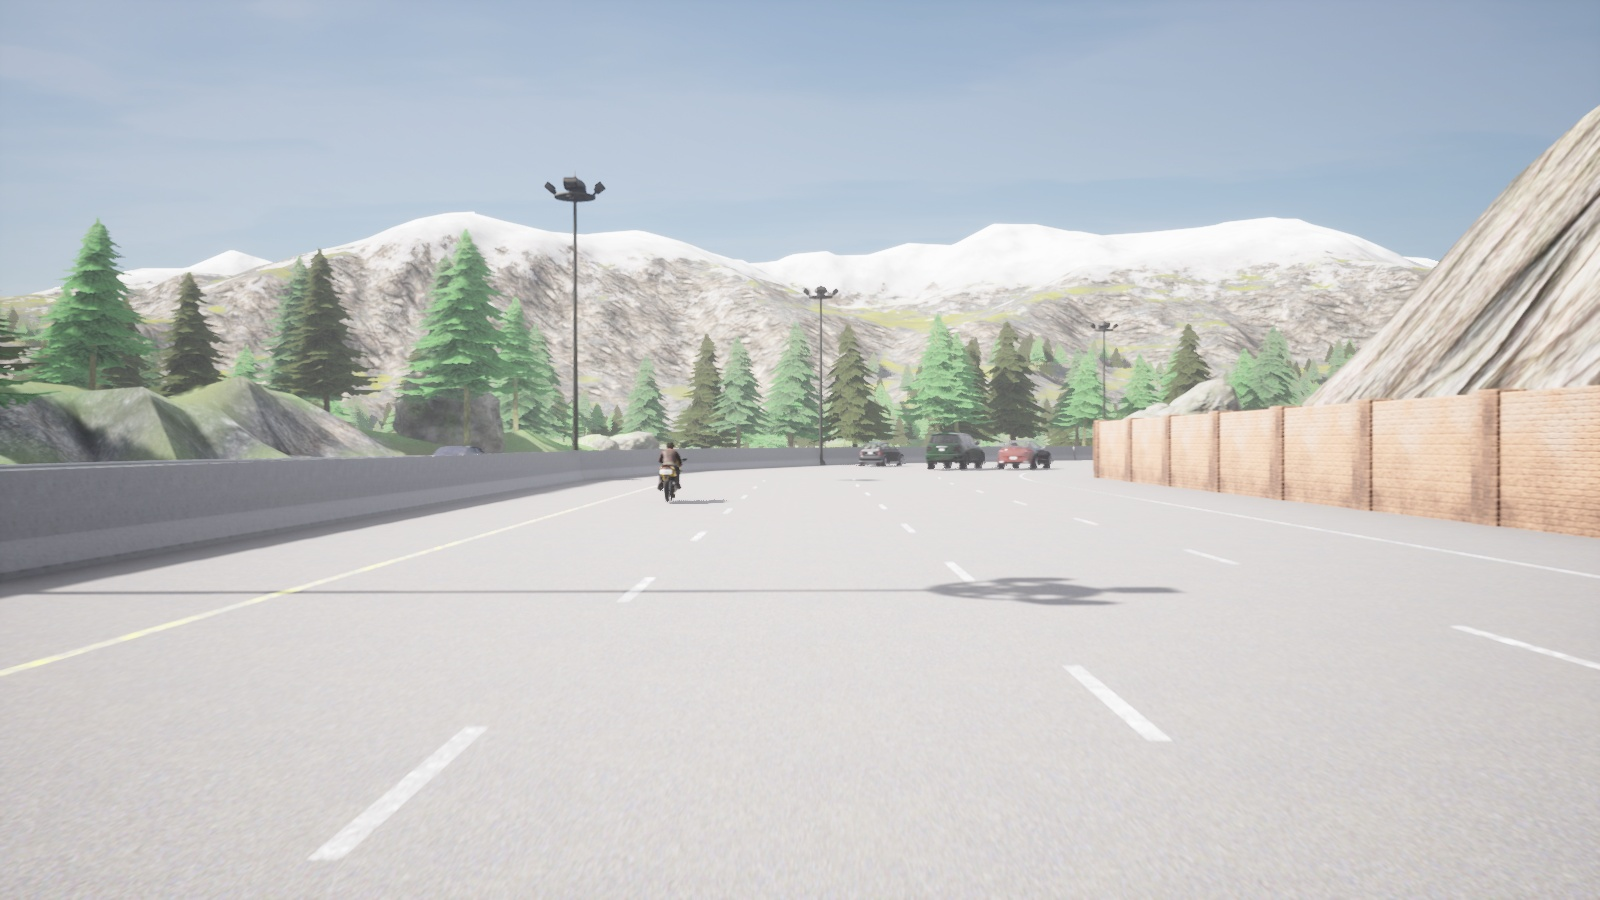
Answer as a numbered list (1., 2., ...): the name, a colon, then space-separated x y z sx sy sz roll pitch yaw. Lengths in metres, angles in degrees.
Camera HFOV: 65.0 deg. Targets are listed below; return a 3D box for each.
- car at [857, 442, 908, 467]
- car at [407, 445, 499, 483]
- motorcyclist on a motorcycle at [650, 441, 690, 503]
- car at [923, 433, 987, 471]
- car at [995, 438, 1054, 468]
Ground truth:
1. car: 5.241 0.282 79.383 1.789 1.549 3.705 0 0 28
2. car: -13.706 0.502 49.890 2.033 1.411 5.357 0 0 2
3. motorcyclist on a motorcycle: -3.307 0.545 32.048 0.797 1.523 2.044 0 0 0
4. car: 8.802 0.073 70.798 2.150 2.045 5.566 0 0 23
5. car: 12.747 0.135 71.003 2.152 1.651 5.027 0 0 24
